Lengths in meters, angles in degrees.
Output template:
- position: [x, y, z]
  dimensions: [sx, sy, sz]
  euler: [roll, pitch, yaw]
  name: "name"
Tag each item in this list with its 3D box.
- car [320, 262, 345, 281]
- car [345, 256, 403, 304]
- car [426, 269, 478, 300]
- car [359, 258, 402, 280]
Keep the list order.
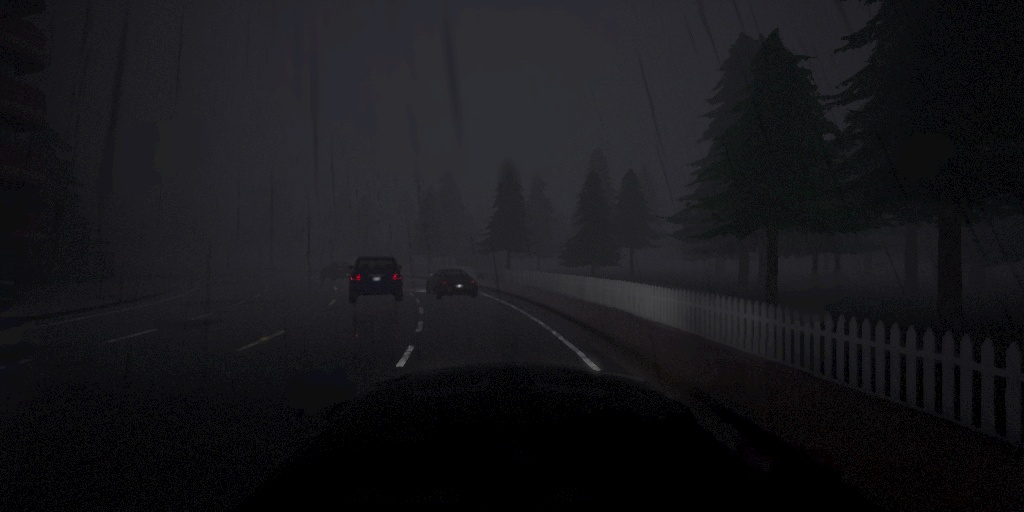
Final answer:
- position: [-14.558, 1.245, 30.017]
  dimensions: [2.128, 1.511, 4.902]
  euler: [0, 0, -42]
  name: "car"
- position: [-6.372, 1.007, 16.821]
  dimensions: [2.150, 2.045, 5.566]
  euler: [0, 0, -21]
  name: "car"
- position: [-3.098, 1.322, 18.058]
  dimensions: [1.994, 1.385, 4.181]
  euler: [0, 0, -21]
  name: "car"
- position: [-11.952, 1.116, 32.354]
  dimensions: [2.097, 1.767, 4.553]
  euler: [0, 0, -42]
  name: "car"
